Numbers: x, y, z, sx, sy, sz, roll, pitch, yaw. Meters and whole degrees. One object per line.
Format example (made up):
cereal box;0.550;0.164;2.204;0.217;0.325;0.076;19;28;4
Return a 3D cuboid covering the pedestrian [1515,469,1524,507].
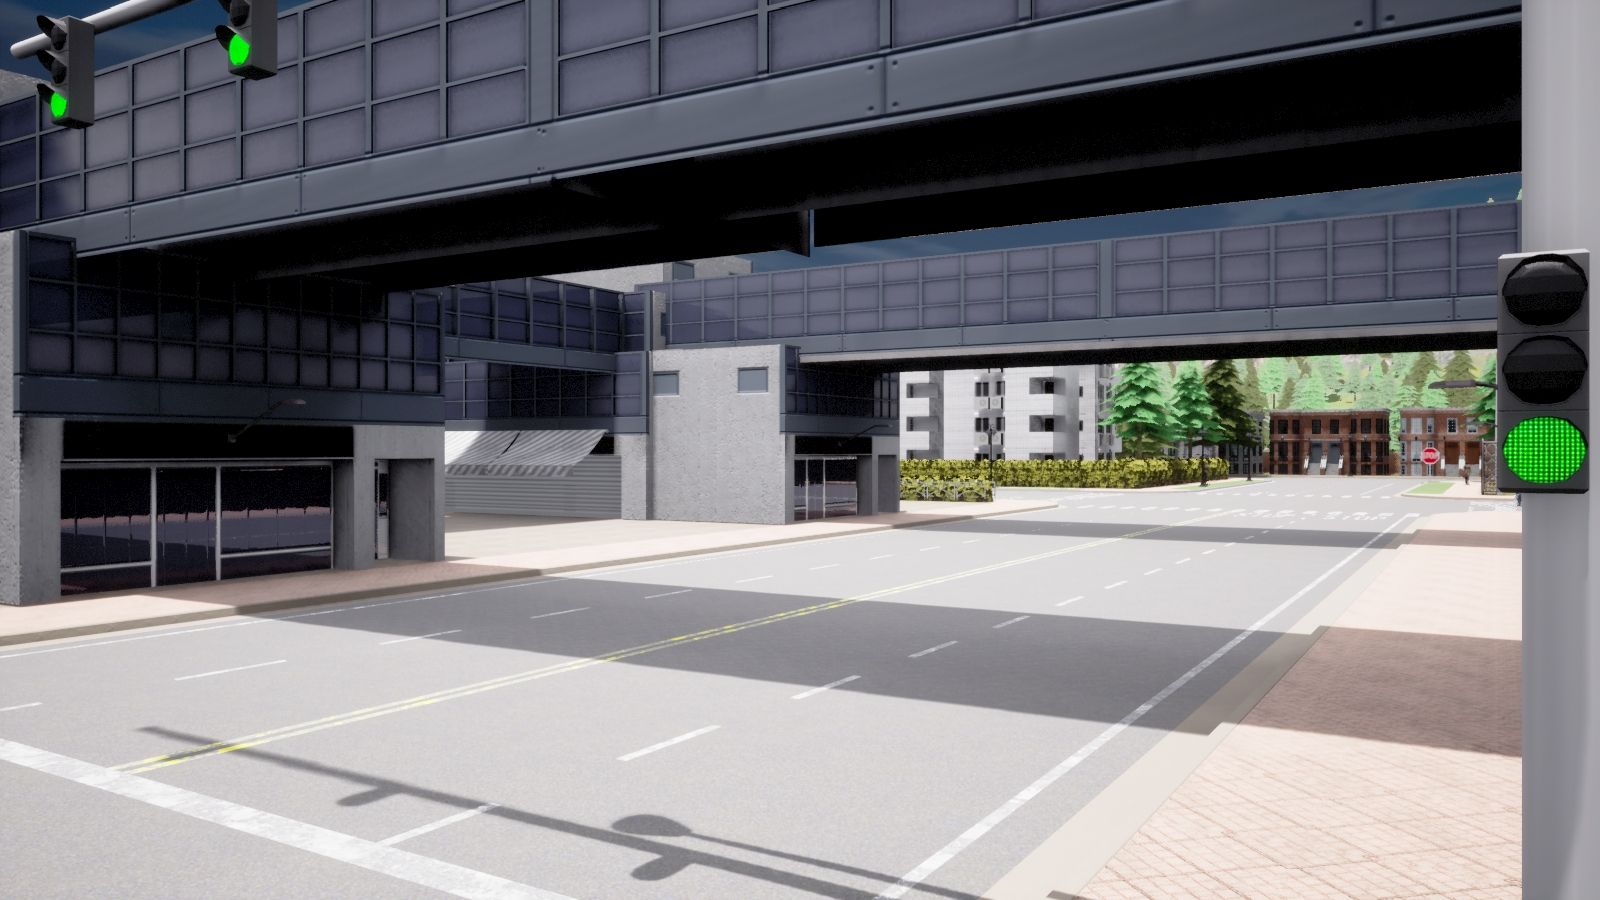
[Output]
pedestrian;35.277;1.849;55.991;0.375;1.860;0.375;0;0;32
